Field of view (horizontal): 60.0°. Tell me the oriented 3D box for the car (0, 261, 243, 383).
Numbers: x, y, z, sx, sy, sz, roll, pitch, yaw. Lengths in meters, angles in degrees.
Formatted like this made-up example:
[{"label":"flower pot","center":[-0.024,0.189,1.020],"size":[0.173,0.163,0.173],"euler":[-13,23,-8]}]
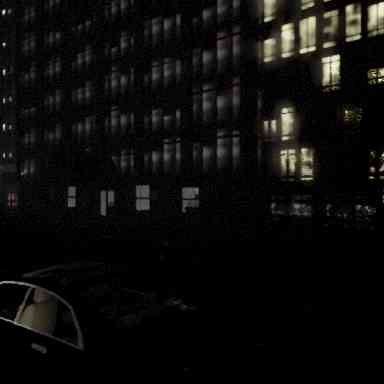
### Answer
[{"label":"car","center":[-1.555,1.534,3.988],"size":[4.403,1.369,2.008],"euler":[0,0,36]}]
